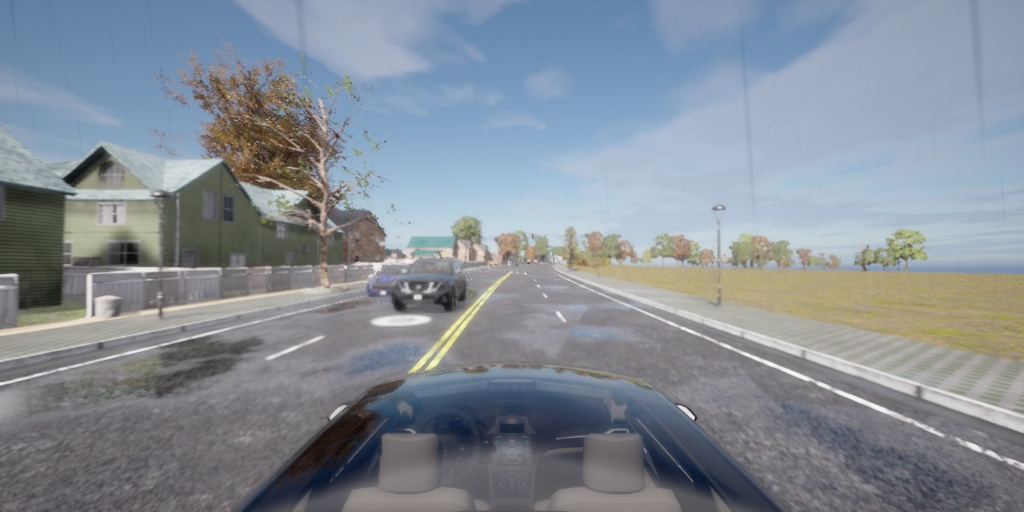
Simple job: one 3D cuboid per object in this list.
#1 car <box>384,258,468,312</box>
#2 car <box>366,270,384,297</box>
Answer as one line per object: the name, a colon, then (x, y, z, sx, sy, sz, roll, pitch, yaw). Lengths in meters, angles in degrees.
car: (-3.237, 1.106, 15.234, 2.150, 2.045, 5.566, 0, -1, 1)
car: (-6.381, 1.285, 20.186, 2.097, 1.767, 4.553, 0, -1, 1)
